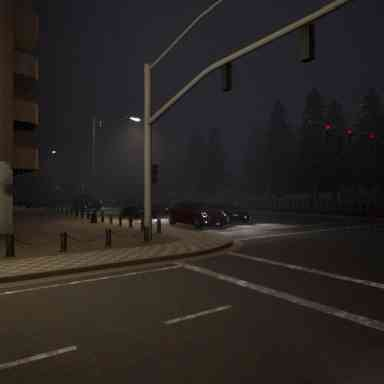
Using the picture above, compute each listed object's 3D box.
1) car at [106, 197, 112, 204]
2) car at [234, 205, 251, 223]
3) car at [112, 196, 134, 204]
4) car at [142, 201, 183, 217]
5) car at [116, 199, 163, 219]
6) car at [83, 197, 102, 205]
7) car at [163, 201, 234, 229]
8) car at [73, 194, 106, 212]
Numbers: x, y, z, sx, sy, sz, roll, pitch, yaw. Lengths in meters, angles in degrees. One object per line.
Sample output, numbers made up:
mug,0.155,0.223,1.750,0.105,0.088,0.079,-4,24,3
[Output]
car,-16.723,1.656,64.459,1.895,1.301,4.718,0,0,-36
car,2.394,1.560,25.621,1.837,1.490,4.892,0,0,-36
car,-11.461,1.408,57.183,2.097,1.767,4.553,0,0,-36
car,-3.015,1.656,33.136,1.895,1.301,4.718,0,0,-36
car,-4.733,1.619,29.532,1.994,1.385,4.181,0,0,-36
car,-18.049,1.656,60.339,1.895,1.301,4.718,0,0,-36
car,0.316,1.407,22.518,2.097,1.767,4.553,0,0,-36
car,-13.042,1.273,41.081,2.150,2.045,5.566,0,0,-36
